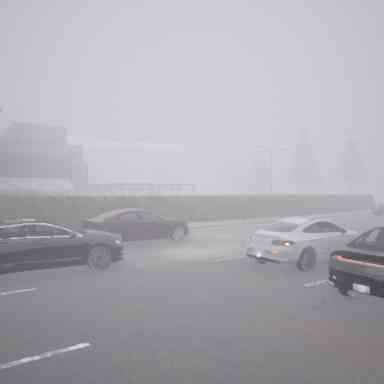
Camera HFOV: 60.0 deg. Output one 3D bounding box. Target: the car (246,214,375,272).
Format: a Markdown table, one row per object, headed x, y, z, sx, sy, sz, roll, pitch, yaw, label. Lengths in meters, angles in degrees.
| x | y | z | sx | sy | sz | roll | pitch | yaw | label |
| --- | --- | --- | --- | --- | --- | --- | --- | --- | --- |
| 3.763 | 1.525 | 10.750 | 4.674 | 1.442 | 1.812 | 0 | 0 | -36 | car |

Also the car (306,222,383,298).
| x | y | z | sx | sy | sz | roll | pitch | yaw | label |
| --- | --- | --- | --- | --- | --- | --- | --- | --- | --- |
| 4.970 | 1.491 | 7.294 | 4.902 | 1.511 | 2.128 | 0 | 0 | -36 | car |

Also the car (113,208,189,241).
| x | y | z | sx | sy | sz | roll | pitch | yaw | label |
| --- | --- | --- | --- | --- | --- | --- | --- | --- | --- |
| -2.453 | 1.477 | 14.895 | 5.008 | 1.535 | 1.882 | 0 | 0 | -36 | car |

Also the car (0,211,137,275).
| x | y | z | sx | sy | sz | roll | pitch | yaw | label |
| --- | --- | --- | --- | --- | --- | --- | --- | --- | --- |
| -4.325 | 1.491 | 9.260 | 4.902 | 1.511 | 2.128 | 0 | 0 | -36 | car |

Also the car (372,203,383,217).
| x | y | z | sx | sy | sz | roll | pitch | yaw | label |
| --- | --- | --- | --- | --- | --- | --- | --- | --- | --- |
| 18.153 | 1.601 | 29.865 | 4.718 | 1.301 | 1.895 | 0 | 0 | -39 | car |
